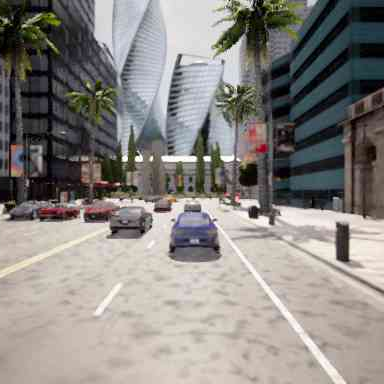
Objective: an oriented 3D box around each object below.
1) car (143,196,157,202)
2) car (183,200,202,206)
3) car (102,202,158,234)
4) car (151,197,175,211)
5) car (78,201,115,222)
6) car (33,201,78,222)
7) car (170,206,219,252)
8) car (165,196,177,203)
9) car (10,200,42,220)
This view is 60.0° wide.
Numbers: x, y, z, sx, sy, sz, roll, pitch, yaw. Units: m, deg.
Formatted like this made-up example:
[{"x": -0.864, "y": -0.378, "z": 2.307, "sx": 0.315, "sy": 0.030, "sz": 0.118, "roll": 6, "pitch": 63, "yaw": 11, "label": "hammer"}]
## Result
[{"x": -8.015, "y": 1.571, "z": 68.217, "sx": 2.033, "sy": 1.411, "sz": 5.357, "roll": 0, "pitch": 0, "yaw": 18, "label": "car"}, {"x": 0.078, "y": 1.562, "z": 34.381, "sx": 2.033, "sy": 1.411, "sz": 5.357, "roll": 0, "pitch": 0, "yaw": 0, "label": "car"}, {"x": -3.412, "y": 1.556, "z": 19.435, "sx": 2.033, "sy": 1.411, "sz": 5.357, "roll": 0, "pitch": 0, "yaw": 0, "label": "car"}, {"x": -3.427, "y": 1.582, "z": 40.085, "sx": 1.994, "sy": 1.385, "sz": 4.181, "roll": 0, "pitch": 0, "yaw": 0, "label": "car"}, {"x": -7.115, "y": 1.490, "z": 26.507, "sx": 1.882, "sy": 1.535, "sz": 5.008, "roll": 0, "pitch": 0, "yaw": 0, "label": "car"}, {"x": -10.616, "y": 1.614, "z": 26.862, "sx": 1.895, "sy": 1.301, "sz": 4.718, "roll": 0, "pitch": 0, "yaw": 0, "label": "car"}, {"x": 0.091, "y": 1.532, "z": 13.753, "sx": 1.812, "sy": 1.442, "sz": 4.674, "roll": 0, "pitch": 0, "yaw": 0, "label": "car"}, {"x": -4.691, "y": 1.506, "z": 67.066, "sx": 1.882, "sy": 1.535, "sz": 5.008, "roll": 0, "pitch": 0, "yaw": 18, "label": "car"}, {"x": -13.605, "y": 1.496, "z": 28.442, "sx": 2.231, "sy": 1.521, "sz": 4.892, "roll": 0, "pitch": 0, "yaw": 0, "label": "car"}]
